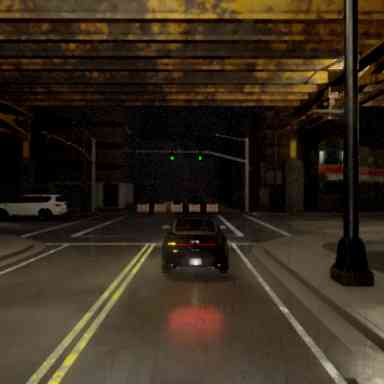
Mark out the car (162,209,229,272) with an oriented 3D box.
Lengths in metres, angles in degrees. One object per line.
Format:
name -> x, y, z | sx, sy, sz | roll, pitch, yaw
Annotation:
car -> 0.078, 1.501, 10.735 | 1.837, 1.490, 4.892 | 0, 0, 0

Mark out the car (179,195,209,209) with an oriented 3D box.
car -> 0.521, 1.438, 39.615 | 2.038, 1.542, 4.974 | 0, 0, -20

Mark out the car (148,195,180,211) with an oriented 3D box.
car -> -3.639, 1.438, 39.923 | 2.038, 1.542, 4.974 | 0, 0, 25

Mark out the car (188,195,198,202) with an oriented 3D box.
car -> 0.155, 1.271, 66.263 | 1.853, 1.218, 4.536 | 0, 0, 0

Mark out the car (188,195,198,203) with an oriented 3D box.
car -> 0.156, 1.429, 66.211 | 2.038, 1.542, 4.974 | 0, 0, 0

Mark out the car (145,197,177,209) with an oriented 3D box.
car -> -3.618, 1.281, 39.970 | 1.853, 1.218, 4.536 | 0, 0, 25

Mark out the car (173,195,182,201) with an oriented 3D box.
car -> -3.275, 1.268, 74.786 | 1.853, 1.218, 4.536 | 0, 0, 0

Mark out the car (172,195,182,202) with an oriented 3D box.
car -> -3.275, 1.426, 74.734 | 2.038, 1.542, 4.974 | 0, 0, 0

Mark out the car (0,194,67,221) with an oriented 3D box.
car -> -12.901, 1.212, 26.582 | 5.566, 2.045, 2.150 | 0, 0, -2

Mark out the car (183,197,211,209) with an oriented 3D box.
car -> 0.503, 1.281, 39.663 | 1.853, 1.218, 4.536 | 0, 0, -20
